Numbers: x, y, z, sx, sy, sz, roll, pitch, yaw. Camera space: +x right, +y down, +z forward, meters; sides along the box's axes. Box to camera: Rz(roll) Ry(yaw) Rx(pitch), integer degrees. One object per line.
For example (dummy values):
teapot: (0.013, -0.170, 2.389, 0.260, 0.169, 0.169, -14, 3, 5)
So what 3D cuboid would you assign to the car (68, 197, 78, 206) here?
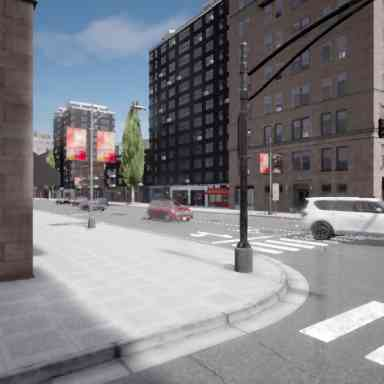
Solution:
car: (-18.945, 1.743, 56.290, 1.812, 1.442, 4.674, 0, 0, -36)

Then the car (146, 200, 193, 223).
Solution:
car: (-1.863, 1.438, 26.721, 2.097, 1.767, 4.553, 0, -1, -36)

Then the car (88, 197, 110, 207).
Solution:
car: (-16.229, 1.714, 58.073, 2.128, 1.511, 4.902, 0, 0, -36)

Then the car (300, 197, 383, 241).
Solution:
car: (7.804, 1.247, 15.146, 5.566, 2.045, 2.150, 0, 0, 39)

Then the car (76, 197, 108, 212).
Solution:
car: (-12.239, 1.698, 41.122, 2.033, 1.411, 5.357, 0, 0, -36)

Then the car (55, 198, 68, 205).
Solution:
car: (-25.310, 1.857, 65.105, 1.895, 1.301, 4.718, 0, 0, -36)

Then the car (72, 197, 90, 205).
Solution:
car: (-22.135, 1.749, 66.259, 2.128, 1.511, 4.902, 0, 0, -36)
